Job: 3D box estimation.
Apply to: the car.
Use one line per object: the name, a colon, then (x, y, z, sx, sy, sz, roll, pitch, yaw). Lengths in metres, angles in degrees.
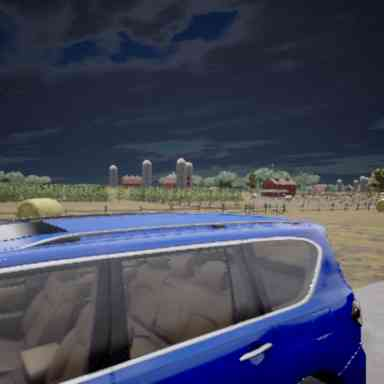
car: (-1.025, 1.217, 2.332, 5.566, 2.045, 2.150, 1, 0, -35)
